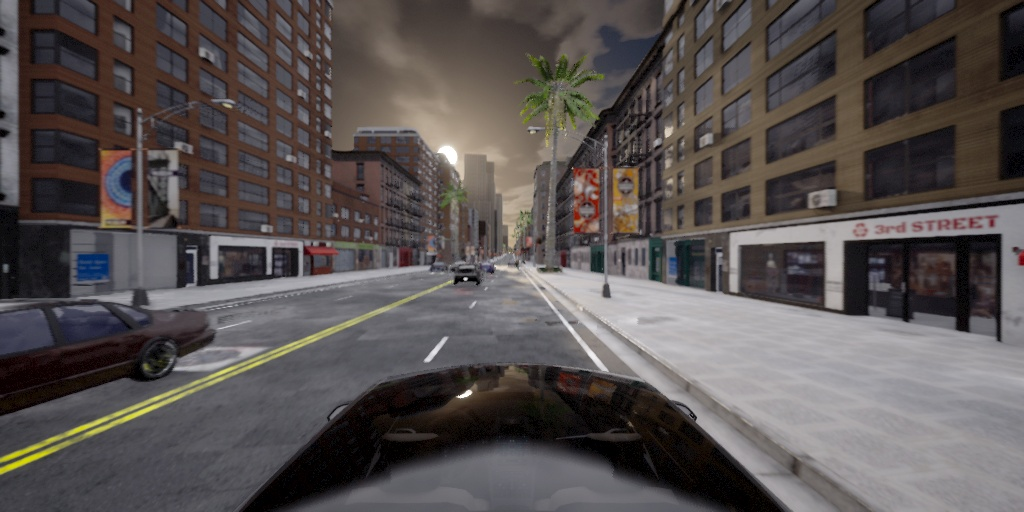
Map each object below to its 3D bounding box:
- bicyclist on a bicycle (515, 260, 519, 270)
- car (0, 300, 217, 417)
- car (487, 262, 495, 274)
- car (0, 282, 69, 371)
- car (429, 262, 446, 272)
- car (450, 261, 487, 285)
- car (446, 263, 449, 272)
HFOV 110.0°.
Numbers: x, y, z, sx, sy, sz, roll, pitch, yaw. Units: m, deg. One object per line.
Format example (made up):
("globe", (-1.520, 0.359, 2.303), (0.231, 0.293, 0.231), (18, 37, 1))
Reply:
("bicyclist on a bicycle", (0.892, 1.452, 57.690), (0.582, 1.620, 1.656), (0, -1, 0))
("car", (-6.600, 1.305, 4.481), (2.033, 1.411, 5.357), (0, 0, 0))
("car", (-3.153, 1.436, 44.932), (1.812, 1.442, 4.674), (0, 0, 0))
("car", (-9.850, 1.263, 4.781), (1.837, 1.490, 4.892), (0, 0, 0))
("car", (-9.821, 1.483, 48.894), (2.033, 1.411, 5.357), (0, 0, 0))
("car", (-3.151, 1.327, 26.814), (1.837, 1.490, 4.892), (0, 0, 0))
("car", (-6.584, 1.391, 45.346), (1.882, 1.535, 5.008), (0, 0, 0))
